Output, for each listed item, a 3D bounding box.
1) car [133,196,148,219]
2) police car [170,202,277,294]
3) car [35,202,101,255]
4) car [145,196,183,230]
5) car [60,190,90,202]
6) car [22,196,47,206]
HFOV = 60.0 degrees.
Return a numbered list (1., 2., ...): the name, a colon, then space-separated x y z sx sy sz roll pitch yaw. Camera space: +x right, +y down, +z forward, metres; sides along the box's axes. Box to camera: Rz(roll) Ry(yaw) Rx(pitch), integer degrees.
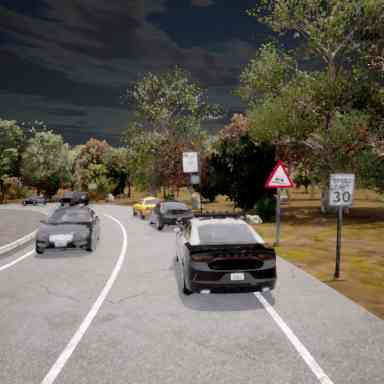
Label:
1. car: -3.230 1.076 25.015 1.801 1.575 5.366 -2 1 -20
2. police car: 0.581 1.309 8.694 1.930 1.638 5.238 -1 1 -6
3. car: -4.639 1.366 12.995 2.128 1.511 4.902 -1 1 -11
4. car: -1.264 1.215 18.863 1.837 1.490 4.892 -2 1 -15
5. car: -15.433 0.862 43.655 2.150 2.045 5.566 -5 3 -41
6. car: -25.162 1.393 53.043 4.902 1.511 2.128 -2 3 34
